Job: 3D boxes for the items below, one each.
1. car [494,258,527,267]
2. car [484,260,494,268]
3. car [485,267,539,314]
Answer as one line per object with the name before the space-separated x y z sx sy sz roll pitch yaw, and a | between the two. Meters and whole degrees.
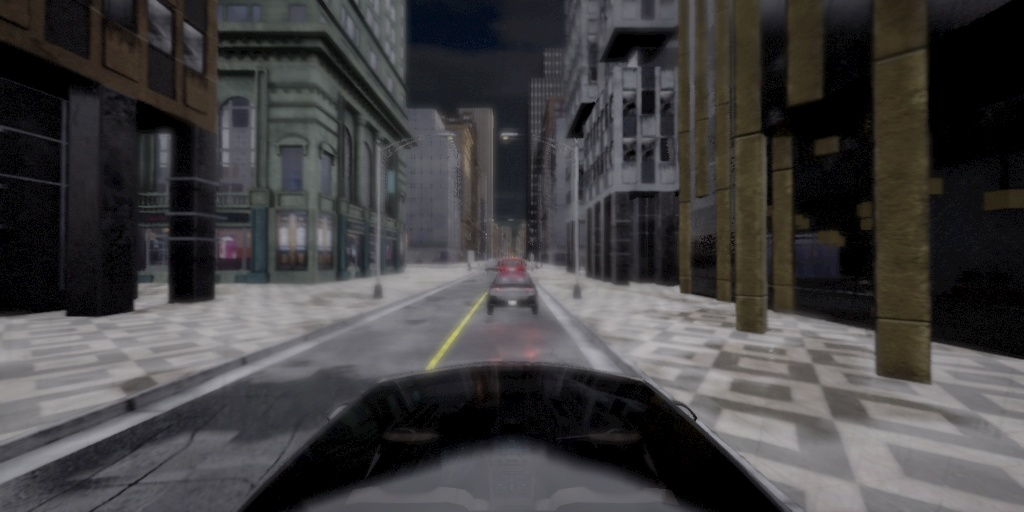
car | 0.029 1.200 28.189 2.150 2.045 5.566 0 0 0
car | -3.048 1.679 54.102 1.837 1.490 4.892 0 -1 1
car | 0.041 1.353 14.260 2.128 1.511 4.902 0 0 1
